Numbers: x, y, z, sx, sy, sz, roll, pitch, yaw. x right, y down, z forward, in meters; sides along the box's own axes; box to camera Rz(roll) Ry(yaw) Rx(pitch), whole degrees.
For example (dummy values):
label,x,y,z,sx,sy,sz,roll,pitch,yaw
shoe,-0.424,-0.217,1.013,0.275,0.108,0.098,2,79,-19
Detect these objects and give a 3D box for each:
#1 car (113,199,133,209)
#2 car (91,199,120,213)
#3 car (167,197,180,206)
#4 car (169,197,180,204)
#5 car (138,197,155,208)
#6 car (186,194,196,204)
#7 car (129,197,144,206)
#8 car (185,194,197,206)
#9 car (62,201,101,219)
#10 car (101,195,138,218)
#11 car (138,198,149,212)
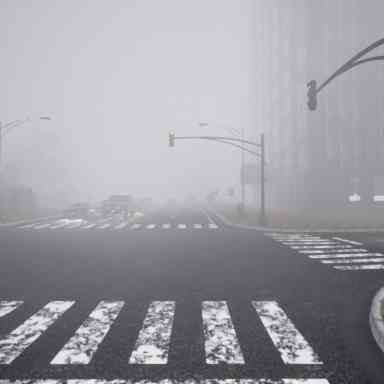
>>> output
label,x,y,z,sx,sy,sz,roll,pitch,yaw
car,-10.054,1.685,48.950,1.994,1.385,4.181,0,0,0
car,-10.022,1.627,39.016,2.033,1.411,5.357,0,0,0
car,-3.519,1.702,59.358,1.812,1.442,4.674,0,0,0
car,-3.565,1.788,69.361,2.033,1.411,5.357,0,0,0
car,-6.812,1.480,50.394,2.097,1.767,4.553,0,0,-1
car,-0.264,1.471,70.639,2.150,2.045,5.566,0,0,0
car,-10.066,1.684,60.262,1.837,1.490,4.892,0,1,0
car,-0.172,1.536,60.510,2.097,1.767,4.553,0,0,0
car,-9.981,1.614,29.773,1.994,1.385,4.181,0,0,0
car,-6.736,1.275,30.862,2.150,2.045,5.566,0,0,0
car,-6.779,1.686,40.623,1.895,1.301,4.718,0,0,0
